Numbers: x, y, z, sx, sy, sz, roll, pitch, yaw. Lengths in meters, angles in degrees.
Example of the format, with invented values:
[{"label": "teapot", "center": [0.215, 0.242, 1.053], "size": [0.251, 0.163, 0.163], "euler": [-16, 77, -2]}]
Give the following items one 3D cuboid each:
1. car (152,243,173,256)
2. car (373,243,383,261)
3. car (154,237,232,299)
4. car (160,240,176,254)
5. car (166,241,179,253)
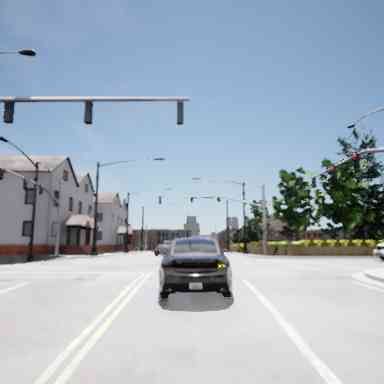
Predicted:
[{"label": "car", "center": [-3.618, 7.235, 41.771], "size": [2.128, 1.511, 4.902], "euler": [0, -9, 0]}, {"label": "car", "center": [16.870, 4.223, 25.251], "size": [5.566, 2.045, 2.150], "euler": [0, -9, 1]}, {"label": "car", "center": [0.090, 2.126, 10.012], "size": [1.837, 1.490, 4.892], "euler": [0, -5, 0]}, {"label": "car", "center": [-3.617, 8.608, 51.703], "size": [2.150, 2.045, 5.566], "euler": [0, -9, 0]}, {"label": "car", "center": [-3.562, 10.282, 61.798], "size": [2.150, 2.045, 5.566], "euler": [0, -9, 0]}]
